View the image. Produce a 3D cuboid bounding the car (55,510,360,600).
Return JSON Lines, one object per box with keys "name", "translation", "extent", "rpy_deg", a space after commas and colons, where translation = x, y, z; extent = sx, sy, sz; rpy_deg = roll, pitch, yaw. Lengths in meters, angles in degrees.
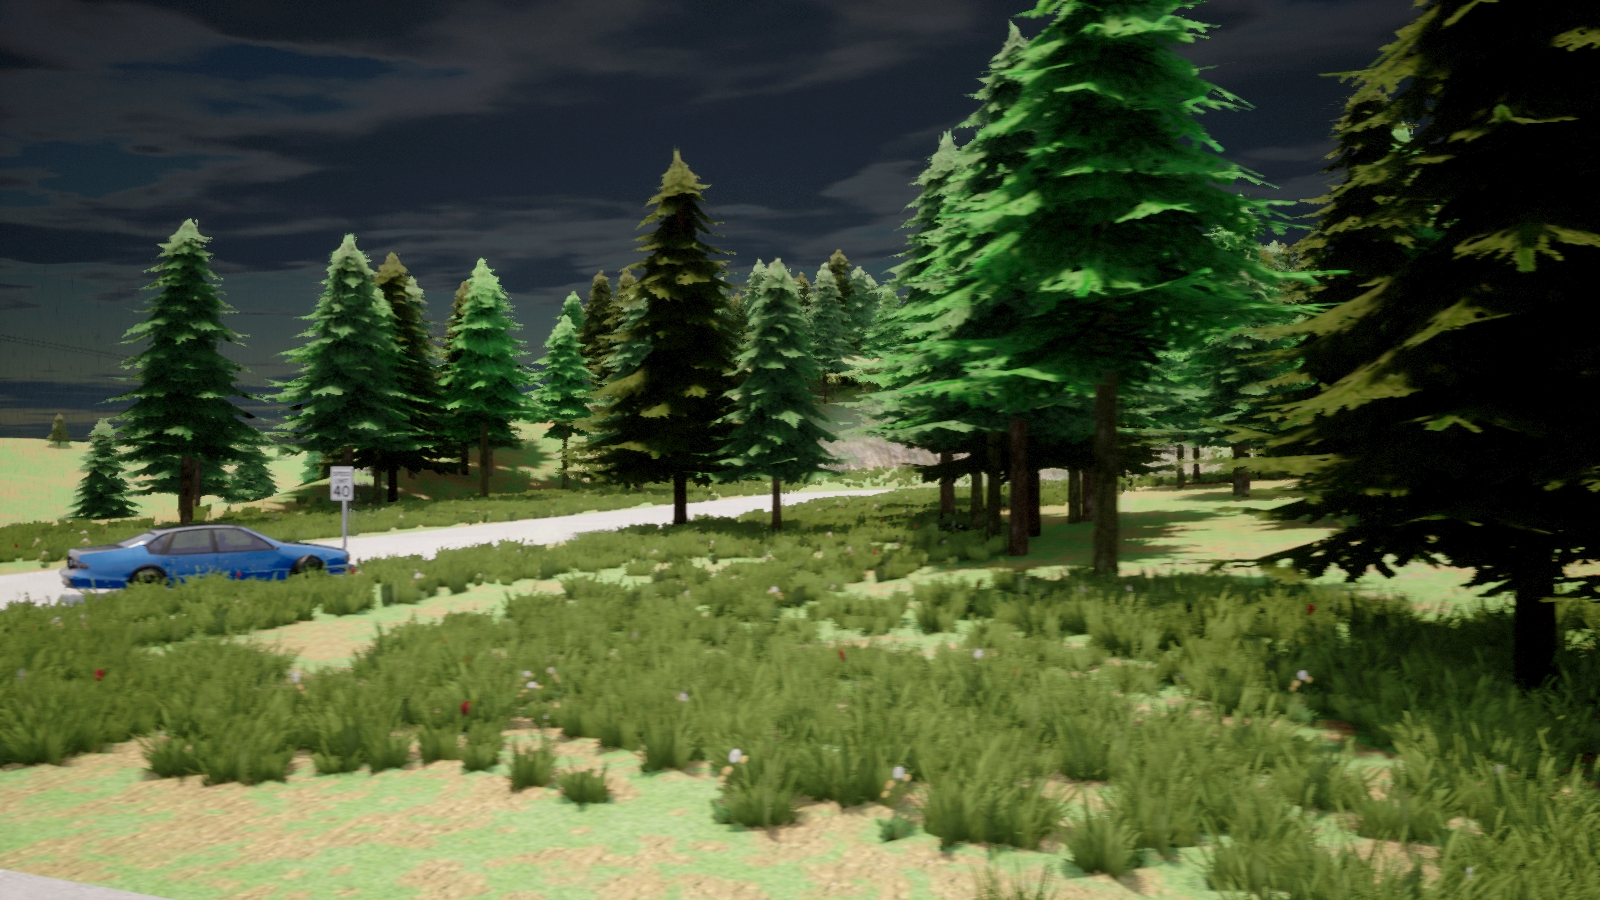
{"name": "car", "translation": [-12.265, 2.106, 23.887], "extent": [5.357, 1.411, 2.033], "rpy_deg": [0, 0, -39]}
